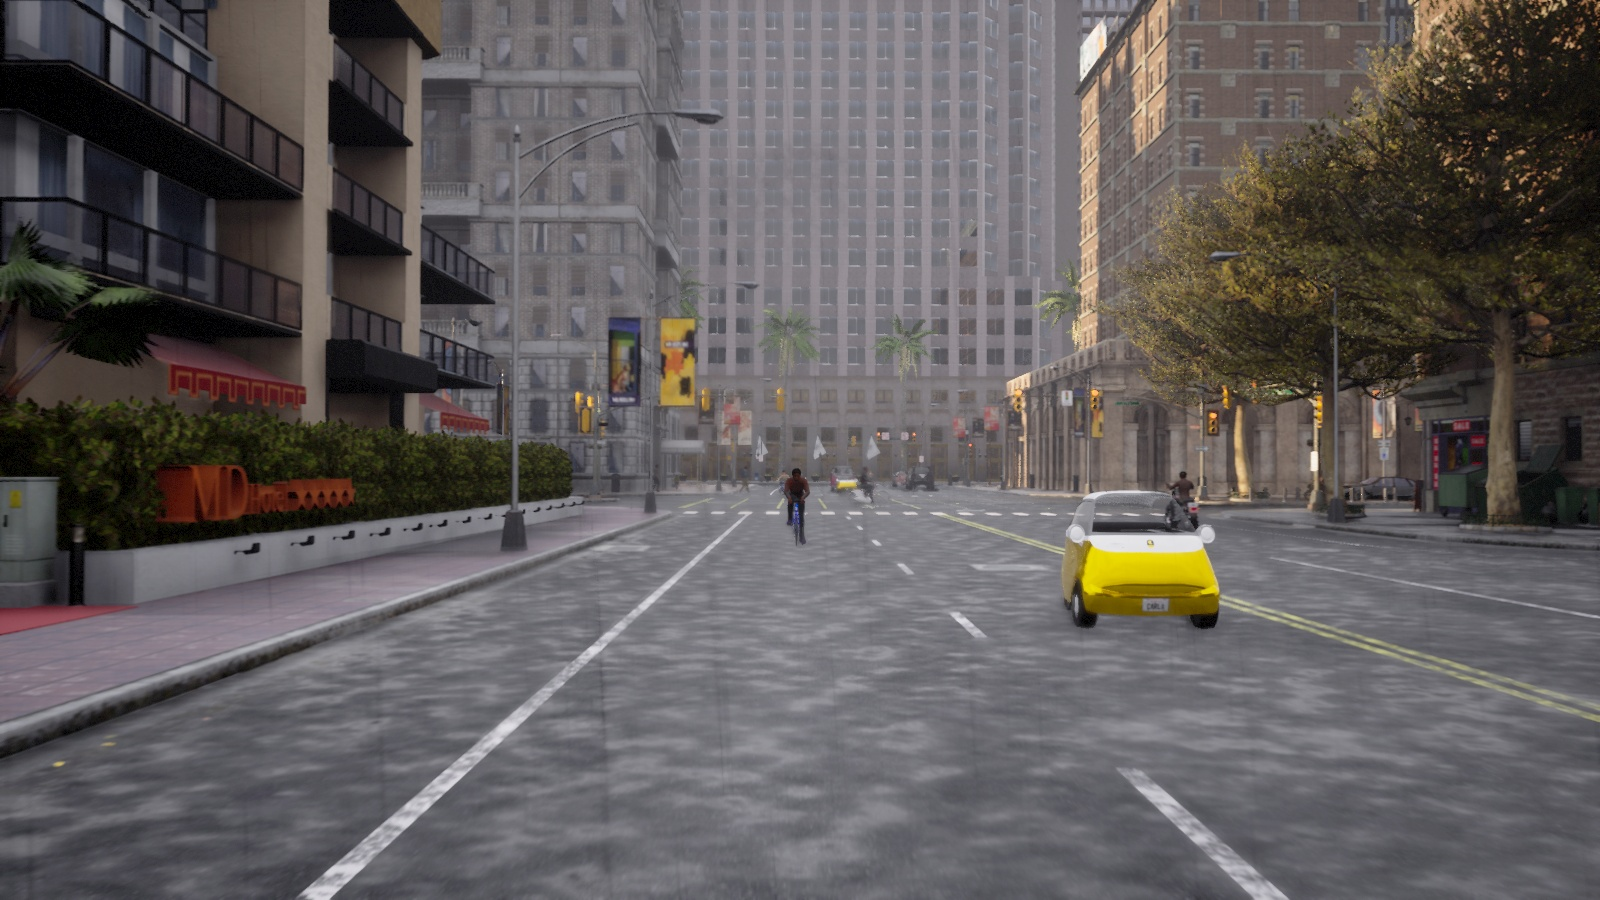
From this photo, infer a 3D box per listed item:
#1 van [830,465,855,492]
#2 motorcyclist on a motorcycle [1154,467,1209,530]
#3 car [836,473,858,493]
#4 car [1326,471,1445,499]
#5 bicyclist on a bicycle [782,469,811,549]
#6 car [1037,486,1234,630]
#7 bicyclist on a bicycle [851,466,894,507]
[{"bbox_3d":[3.262,2.166,96.186,1.775,1.987,4.442,0,-1,0],"label":"van"},{"bbox_3d":[10.414,1.299,34.392,0.766,1.649,2.350,0,-1,0],"label":"motorcyclist on a motorcycle"},{"bbox_3d":[3.282,2.334,88.353,1.481,1.376,2.207,0,-2,0],"label":"car"},{"bbox_3d":[30.992,1.852,66.564,5.357,1.411,2.033,0,-1,1],"label":"car"},{"bbox_3d":[-0.066,1.209,26.383,0.582,1.620,1.656,0,-1,0],"label":"bicyclist on a bicycle"},{"bbox_3d":[3.467,1.078,13.296,1.481,1.376,2.207,0,-1,0],"label":"car"},{"bbox_3d":[3.172,1.597,55.251,1.843,1.776,0.659,0,-1,0],"label":"bicyclist on a bicycle"}]
